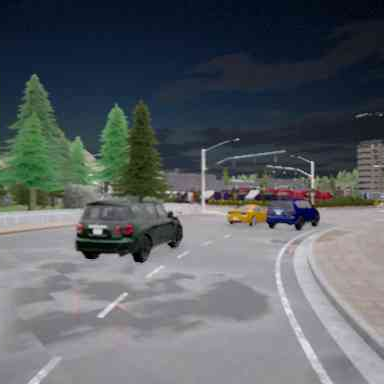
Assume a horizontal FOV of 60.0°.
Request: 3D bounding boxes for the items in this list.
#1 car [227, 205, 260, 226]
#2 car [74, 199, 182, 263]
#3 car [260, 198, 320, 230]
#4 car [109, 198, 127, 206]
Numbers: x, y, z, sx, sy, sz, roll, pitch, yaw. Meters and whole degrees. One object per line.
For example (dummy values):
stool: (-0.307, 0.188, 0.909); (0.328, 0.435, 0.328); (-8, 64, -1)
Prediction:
car: (4.649, 1.735, 25.764); (1.882, 1.535, 5.008); (0, 0, 39)
car: (-2.119, 1.325, 12.706); (2.150, 2.045, 5.566); (0, 0, 16)
car: (7.133, 1.462, 23.303); (2.150, 2.045, 5.566); (0, -1, 38)
car: (-16.150, 2.149, 72.391); (1.837, 1.490, 4.892); (1, -1, -39)
